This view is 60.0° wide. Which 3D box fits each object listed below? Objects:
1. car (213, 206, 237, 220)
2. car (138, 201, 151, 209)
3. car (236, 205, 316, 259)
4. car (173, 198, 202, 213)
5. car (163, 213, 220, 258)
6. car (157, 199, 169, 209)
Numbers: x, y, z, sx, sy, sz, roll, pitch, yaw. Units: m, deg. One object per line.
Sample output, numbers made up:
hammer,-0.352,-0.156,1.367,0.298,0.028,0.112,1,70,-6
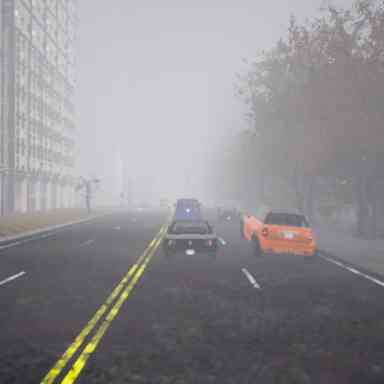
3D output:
car,2.861,1.862,28.415,1.895,1.301,4.718,-2,-2,-2
car,-8.342,2.228,58.652,1.895,1.301,4.718,0,-1,-3
car,3.259,1.336,13.309,2.097,1.767,4.553,6,4,0
car,-0.364,1.519,27.621,2.150,2.045,5.566,0,0,-1
car,-0.058,1.743,13.295,1.895,1.301,4.718,0,-1,0
car,-5.098,1.980,58.764,2.097,1.767,4.553,0,-1,-3
